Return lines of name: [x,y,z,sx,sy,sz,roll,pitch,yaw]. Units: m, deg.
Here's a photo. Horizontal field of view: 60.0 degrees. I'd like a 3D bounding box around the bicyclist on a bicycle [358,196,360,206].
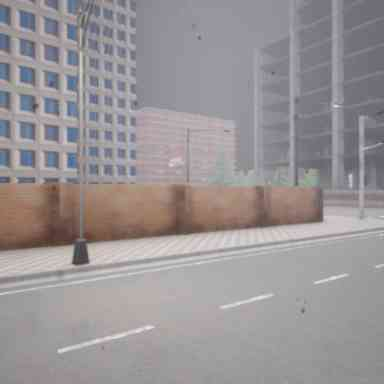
bicyclist on a bicycle: [25.538,1.240,50.258,1.656,1.620,0.582,0,0,-35]
